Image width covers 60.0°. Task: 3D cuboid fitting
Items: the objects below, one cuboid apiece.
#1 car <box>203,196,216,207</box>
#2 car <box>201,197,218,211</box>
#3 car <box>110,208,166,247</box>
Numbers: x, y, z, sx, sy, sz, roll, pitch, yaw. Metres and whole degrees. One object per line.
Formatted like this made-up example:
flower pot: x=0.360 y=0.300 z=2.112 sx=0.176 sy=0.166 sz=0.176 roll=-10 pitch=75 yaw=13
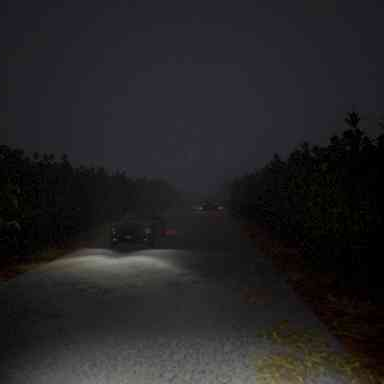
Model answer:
car: x=2.690 y=1.420 z=50.163 sx=1.882 sy=1.535 sz=5.008 roll=0 pitch=-1 yaw=4
car: x=2.192 y=1.497 z=40.550 sx=1.812 sy=1.442 sz=4.674 roll=0 pitch=1 yaw=3
car: x=-2.419 y=1.564 z=15.852 sx=1.882 sy=1.535 sz=5.008 roll=0 pitch=0 yaw=3
